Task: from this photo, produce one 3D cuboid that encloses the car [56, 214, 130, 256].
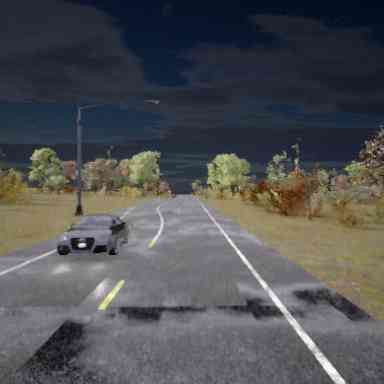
[{"bbox_3d":[-3.669,1.568,13.047,1.994,1.385,4.181,0,0,-1],"label":"car"}]
